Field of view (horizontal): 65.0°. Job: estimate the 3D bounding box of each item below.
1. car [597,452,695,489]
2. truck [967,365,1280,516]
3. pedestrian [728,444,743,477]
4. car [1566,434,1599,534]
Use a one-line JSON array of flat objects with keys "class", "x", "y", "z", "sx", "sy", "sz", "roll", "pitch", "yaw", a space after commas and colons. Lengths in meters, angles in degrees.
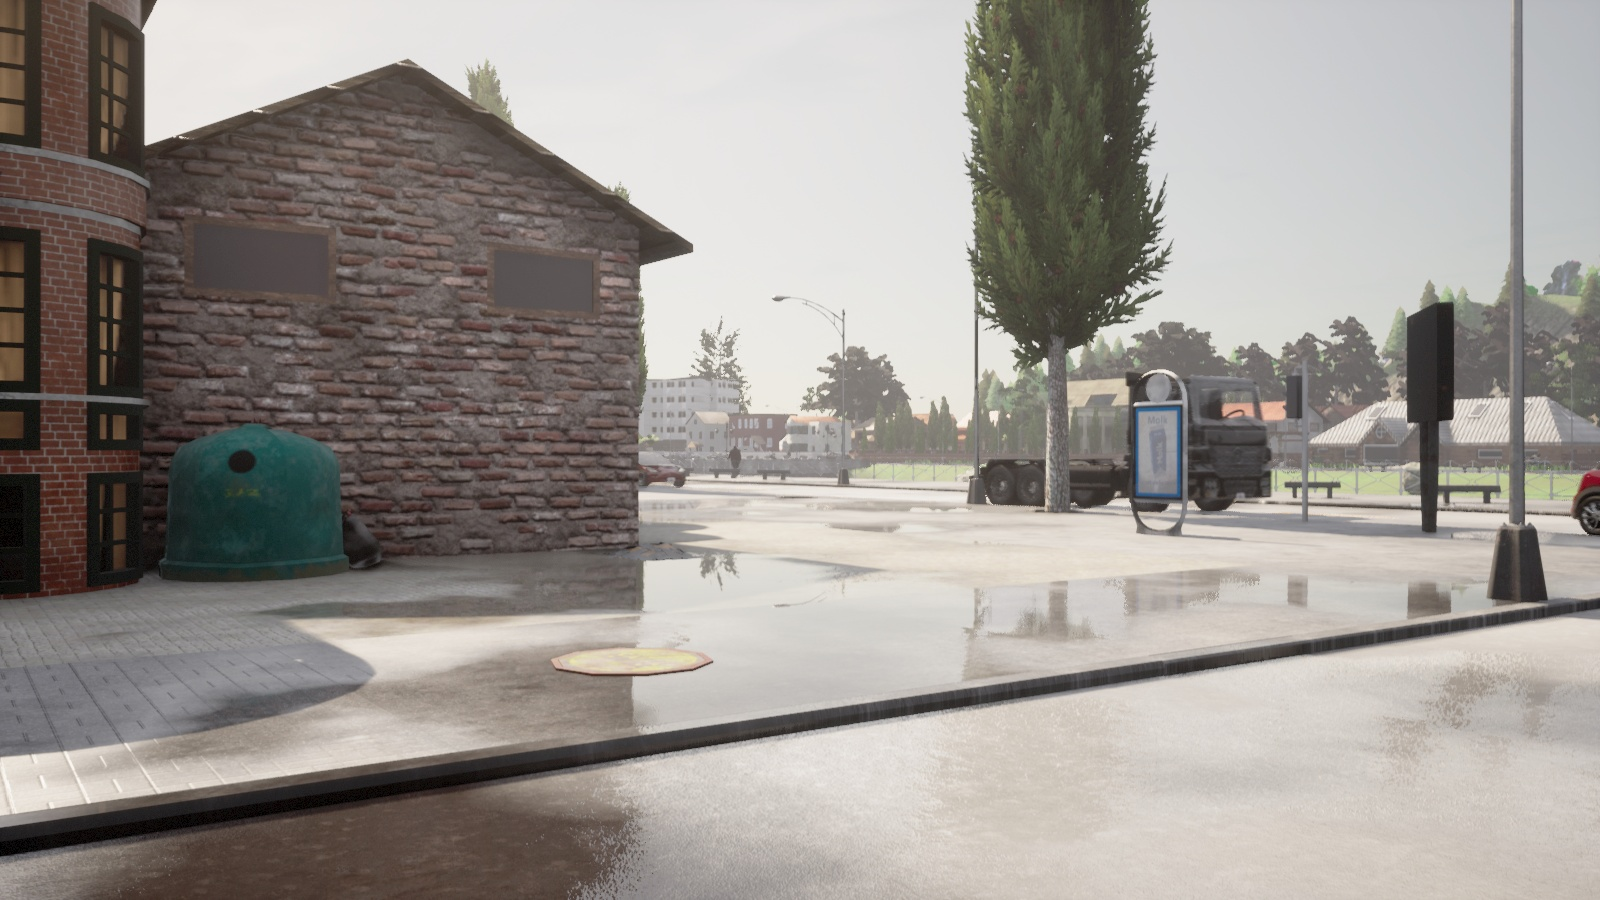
[{"class": "car", "x": -6.669, "y": 0.857, "z": 53.937, "sx": 2.163, "sy": 1.488, "sz": 4.792, "roll": 0, "pitch": 0, "yaw": -35}, {"class": "truck", "x": 8.124, "y": -0.208, "z": 32.711, "sx": 2.891, "sy": 3.462, "sz": 7.936, "roll": 0, "pitch": 0, "yaw": -35}, {"class": "pedestrian", "x": -3.600, "y": 0.584, "z": 69.915, "sx": 0.634, "sy": 1.844, "sz": 0.899, "roll": 0, "pitch": 0, "yaw": -17}, {"class": "car", "x": 15.645, "y": 0.587, "z": 20.912, "sx": 2.097, "sy": 1.767, "sz": 4.553, "roll": 0, "pitch": 0, "yaw": -24}]
